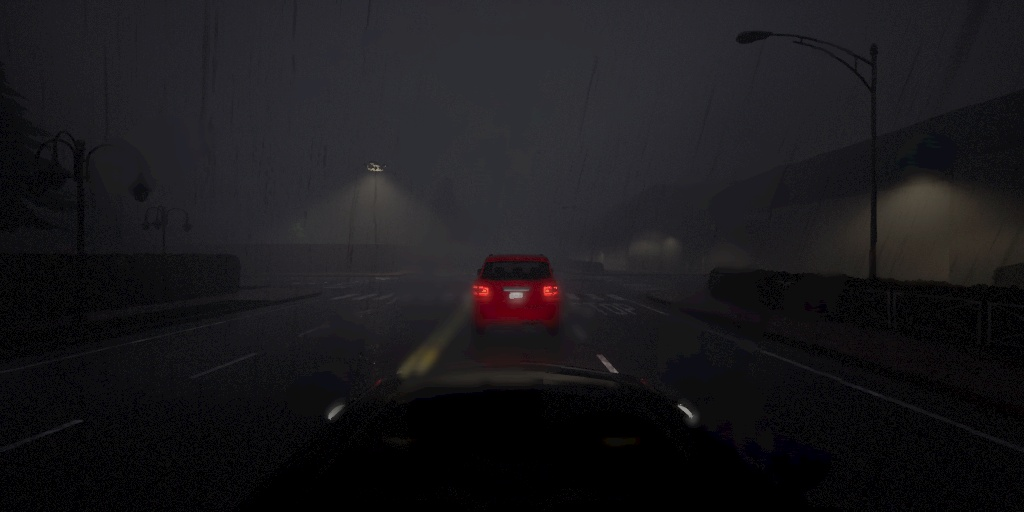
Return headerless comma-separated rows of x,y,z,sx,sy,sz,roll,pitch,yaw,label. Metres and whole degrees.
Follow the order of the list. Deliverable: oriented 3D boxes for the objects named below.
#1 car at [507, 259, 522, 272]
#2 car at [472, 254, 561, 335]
0.354,1.228,46.388,1.882,1.535,5.008,0,0,1,car
0.118,0.971,10.613,2.150,2.045,5.566,0,0,0,car
